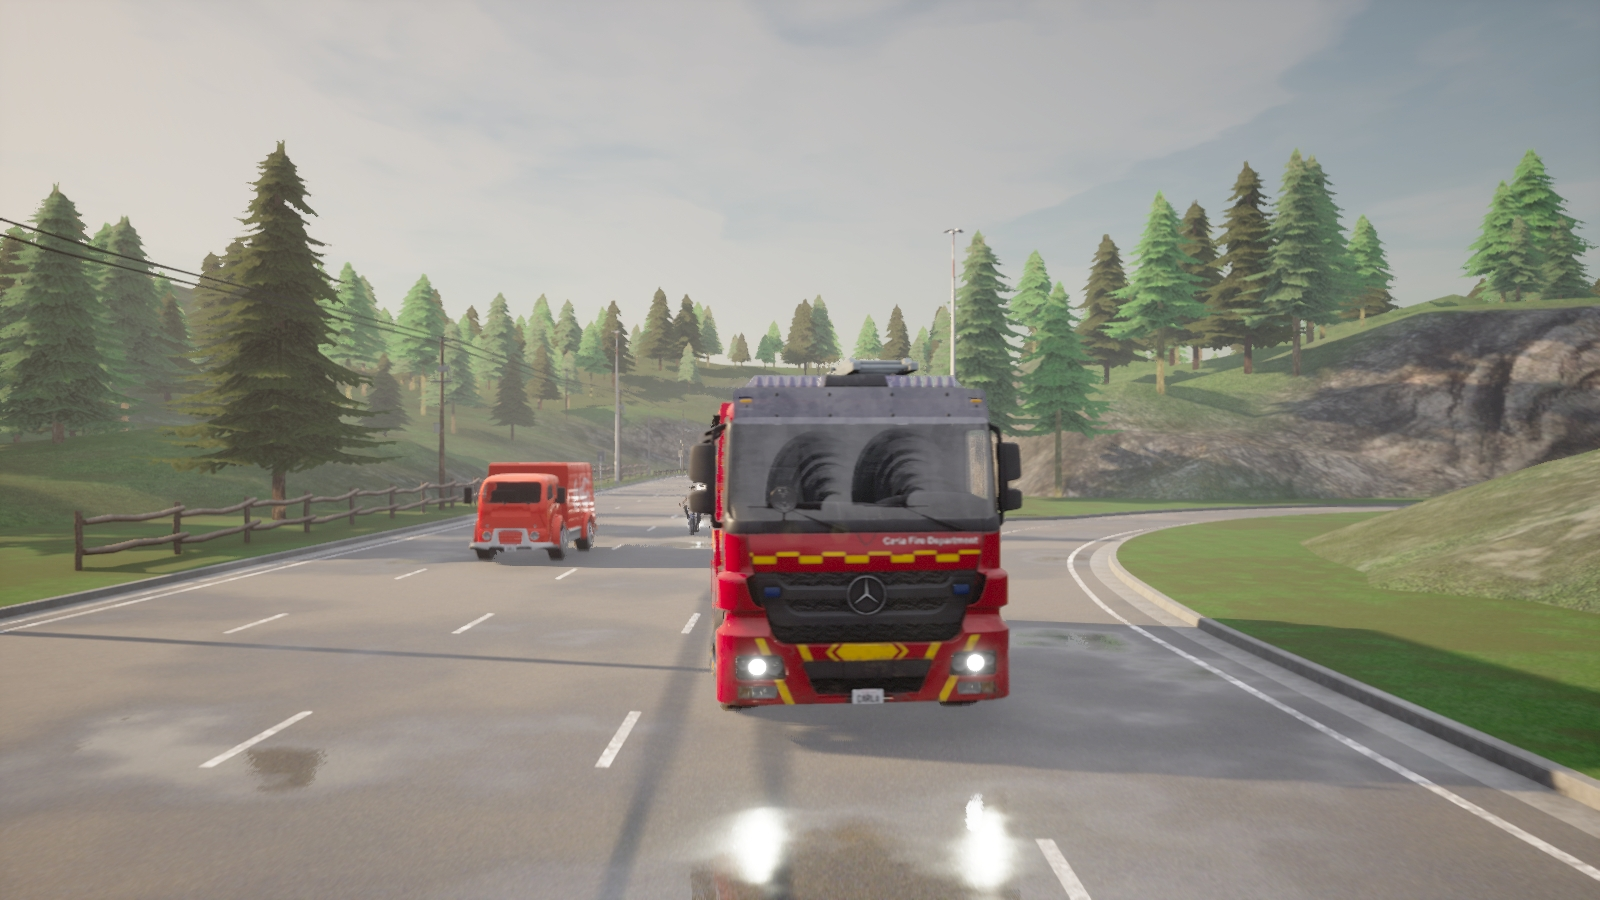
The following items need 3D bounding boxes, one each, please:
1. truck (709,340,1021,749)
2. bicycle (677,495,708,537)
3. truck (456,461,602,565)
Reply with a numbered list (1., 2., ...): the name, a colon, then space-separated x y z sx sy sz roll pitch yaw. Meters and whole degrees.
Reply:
1. truck: 0.298 0.881 15.041 2.891 3.827 8.468 0 0 -5
2. bicycle: -3.500 2.136 37.210 0.859 1.277 1.487 0 0 0
3. truck: -7.001 1.550 30.188 2.627 2.467 5.204 0 0 0
